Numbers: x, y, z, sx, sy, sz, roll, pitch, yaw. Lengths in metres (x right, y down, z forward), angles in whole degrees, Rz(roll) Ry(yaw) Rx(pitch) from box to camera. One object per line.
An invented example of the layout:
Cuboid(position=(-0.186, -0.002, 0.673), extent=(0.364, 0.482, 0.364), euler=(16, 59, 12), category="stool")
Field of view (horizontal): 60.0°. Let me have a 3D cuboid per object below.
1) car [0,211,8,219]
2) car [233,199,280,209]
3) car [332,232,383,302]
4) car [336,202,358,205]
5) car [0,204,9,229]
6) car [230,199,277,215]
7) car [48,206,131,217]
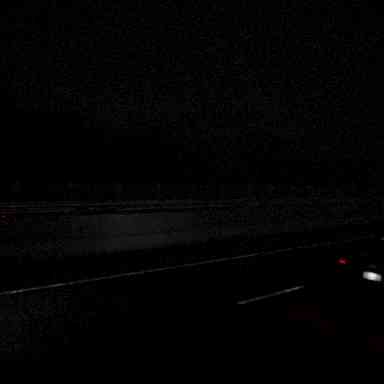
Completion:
Cuboid(position=(-12.250, 1.467, 16.748), extent=(5.008, 1.535, 1.882), euler=(0, 0, -35), category="car")
Cuboid(position=(5.970, 1.526, 29.706), extent=(4.674, 1.442, 1.812), euler=(0, 0, -35), category="car")
Cuboid(position=(5.046, 1.568, 7.469), extent=(4.181, 1.385, 1.994), euler=(0, 0, -35), category="car")
Cuboid(position=(14.489, 1.604, 31.403), extent=(4.718, 1.301, 1.895), euler=(0, 0, -35), category="car")
Cuboid(position=(-14.032, 1.535, 19.778), extent=(5.357, 1.411, 2.033), euler=(0, 0, -36), category="car")
Cuboid(position=(6.362, 1.506, 34.262), extent=(4.892, 1.490, 1.837), euler=(1, 0, -35), category="car")
Cuboid(position=(-5.469, 1.488, 17.278), extent=(4.902, 1.511, 2.128), euler=(0, 0, -35), category="car")
